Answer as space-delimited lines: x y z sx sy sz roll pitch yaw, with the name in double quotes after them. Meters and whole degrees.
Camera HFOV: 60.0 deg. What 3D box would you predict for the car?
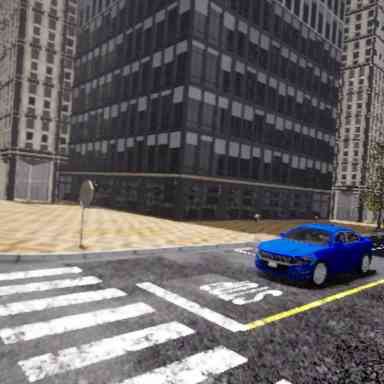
4.042 1.805 10.641 5.008 1.535 1.882 4 0 -42 "car"
